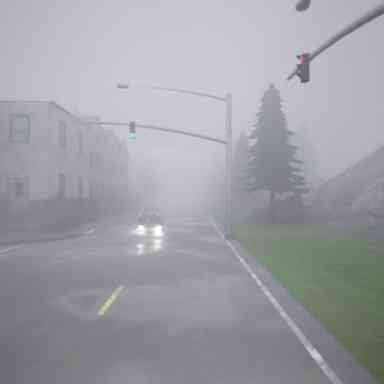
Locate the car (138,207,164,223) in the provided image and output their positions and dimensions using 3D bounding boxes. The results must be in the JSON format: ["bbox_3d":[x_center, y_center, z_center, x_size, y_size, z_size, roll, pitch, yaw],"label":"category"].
[{"bbox_3d":[-3.508,1.969,29.034,1.895,1.301,4.718,0,-1,0],"label":"car"}]
